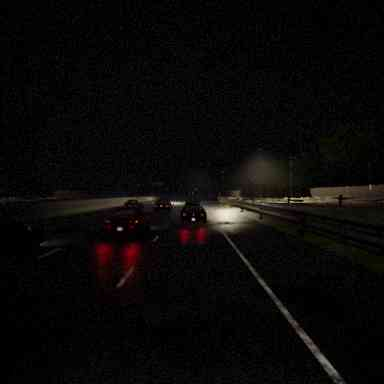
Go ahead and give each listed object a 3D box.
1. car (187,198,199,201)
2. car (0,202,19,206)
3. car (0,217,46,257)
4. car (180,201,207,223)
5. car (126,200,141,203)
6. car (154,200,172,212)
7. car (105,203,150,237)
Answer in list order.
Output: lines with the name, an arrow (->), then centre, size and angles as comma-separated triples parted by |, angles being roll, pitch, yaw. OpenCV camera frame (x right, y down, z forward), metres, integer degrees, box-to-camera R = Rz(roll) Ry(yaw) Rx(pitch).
car -> 0.101, 1.560, 42.752 | 1.882, 1.535, 5.008 | 0, 0, 0
car -> -17.593, 1.616, 31.632 | 1.994, 1.385, 4.181 | 0, 0, 0
car -> -6.900, 1.560, 11.173 | 2.033, 1.411, 5.357 | 0, 0, 0
car -> 0.101, 1.638, 25.631 | 1.895, 1.301, 4.718 | 0, 0, 0
car -> -6.899, 1.620, 39.366 | 2.033, 1.411, 5.357 | 0, 0, 0
car -> -3.399, 1.620, 39.360 | 2.033, 1.411, 5.357 | 0, 0, 0
car -> -3.399, 1.548, 17.957 | 1.812, 1.442, 4.674 | 0, 0, 0
